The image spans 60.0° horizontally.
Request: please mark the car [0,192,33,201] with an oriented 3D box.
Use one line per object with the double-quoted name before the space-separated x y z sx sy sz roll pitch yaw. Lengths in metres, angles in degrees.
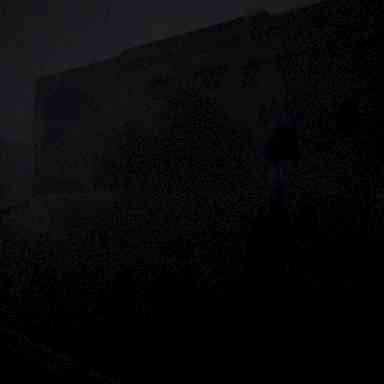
"car" -27.974 0.709 53.287 2.033 1.411 5.357 3 0 36
